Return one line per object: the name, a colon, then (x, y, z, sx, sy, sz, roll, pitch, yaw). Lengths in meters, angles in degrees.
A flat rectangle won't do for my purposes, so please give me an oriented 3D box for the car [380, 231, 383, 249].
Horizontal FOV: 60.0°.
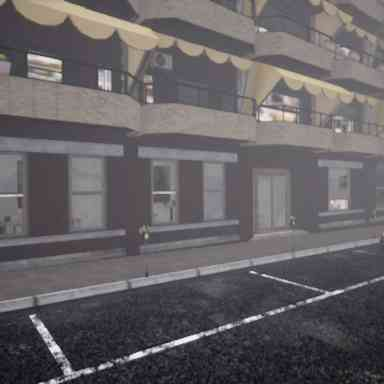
car: (9.081, 1.565, 13.078, 4.206, 1.307, 1.802, 0, -1, -36)
